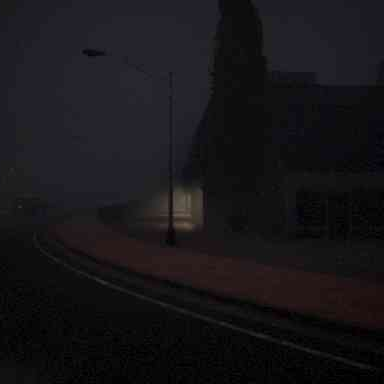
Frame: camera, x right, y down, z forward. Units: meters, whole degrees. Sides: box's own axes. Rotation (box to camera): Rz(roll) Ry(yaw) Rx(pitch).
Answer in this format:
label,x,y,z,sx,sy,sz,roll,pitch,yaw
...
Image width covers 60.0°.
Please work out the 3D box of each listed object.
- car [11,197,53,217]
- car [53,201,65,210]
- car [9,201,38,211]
label,x,y,z,sx,sy,sz,roll,pitch,yaw
car,-17.414,1.592,35.948,2.150,2.045,5.566,0,0,-4
car,-22.279,2.095,53.864,2.033,1.411,5.357,0,-1,-3
car,-25.603,2.071,50.852,2.033,1.411,5.357,0,-1,-3
